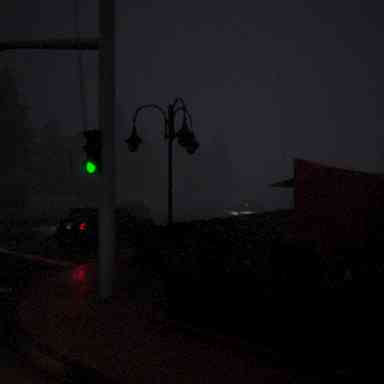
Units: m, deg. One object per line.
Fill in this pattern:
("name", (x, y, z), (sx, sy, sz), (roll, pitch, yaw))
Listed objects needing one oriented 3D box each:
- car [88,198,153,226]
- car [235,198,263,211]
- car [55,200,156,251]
("car", (-5.225, 1.415, 24.827), (2.097, 1.767, 4.553), (0, 0, 36))
("car", (7.279, 1.541, 42.087), (1.882, 1.535, 5.008), (0, 0, 36))
("car", (-3.638, 1.412, 14.906), (2.097, 1.767, 4.553), (0, 0, 36))
